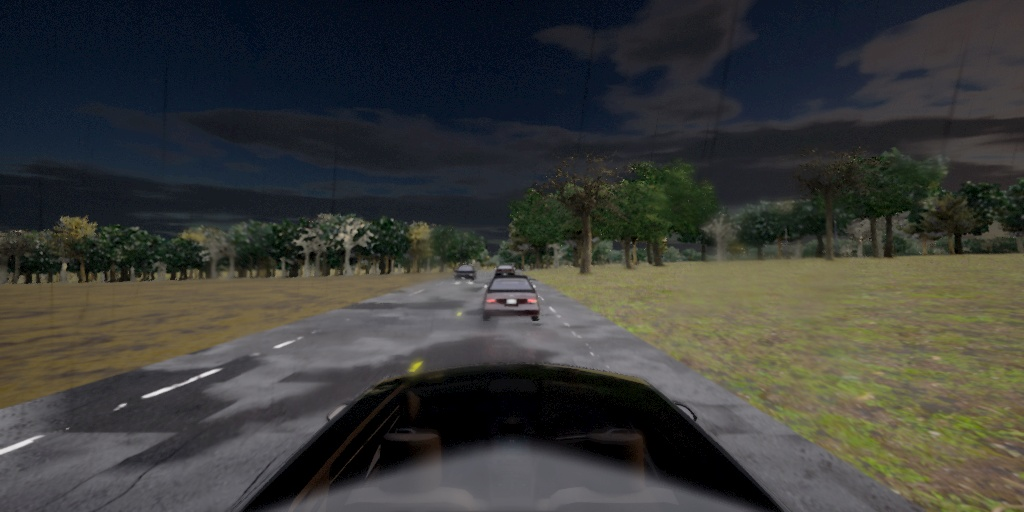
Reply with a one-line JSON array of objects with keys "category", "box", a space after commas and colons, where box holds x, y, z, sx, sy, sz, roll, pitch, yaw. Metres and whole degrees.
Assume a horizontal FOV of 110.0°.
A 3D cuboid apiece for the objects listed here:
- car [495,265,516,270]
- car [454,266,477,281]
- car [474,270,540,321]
[{"category": "car", "box": [-0.658, 1.570, 35.074, 1.882, 1.535, 5.008, 0, -1, -2]}, {"category": "car", "box": [-4.329, 1.626, 34.161, 2.033, 1.411, 5.357, 0, -1, -2]}, {"category": "car", "box": [-0.060, 1.389, 12.918, 2.033, 1.411, 5.357, 0, 0, -1]}]
